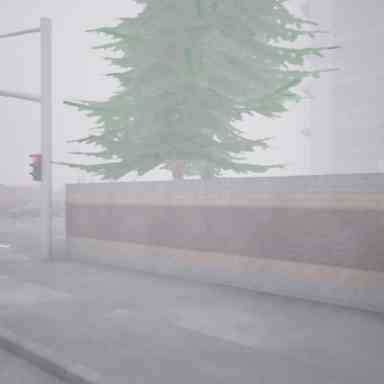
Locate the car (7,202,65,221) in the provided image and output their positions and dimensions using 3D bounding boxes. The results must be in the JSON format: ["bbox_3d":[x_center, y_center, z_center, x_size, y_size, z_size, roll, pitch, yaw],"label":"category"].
[{"bbox_3d":[-12.990,1.567,28.274,1.882,1.535,5.008,0,0,35],"label":"car"}]
